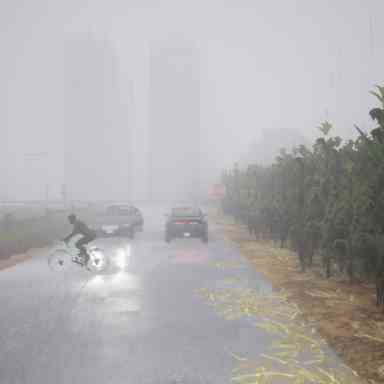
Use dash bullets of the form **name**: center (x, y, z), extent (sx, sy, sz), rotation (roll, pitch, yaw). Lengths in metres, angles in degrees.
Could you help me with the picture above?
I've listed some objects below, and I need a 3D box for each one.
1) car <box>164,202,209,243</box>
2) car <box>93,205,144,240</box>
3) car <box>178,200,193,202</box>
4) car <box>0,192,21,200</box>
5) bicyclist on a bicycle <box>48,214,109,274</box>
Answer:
- **car**: center (-0.264, 1.437, 15.823), extent (1.837, 1.490, 4.892), rotation (0, 0, -1)
- **car**: center (-3.543, 1.415, 16.615), extent (2.128, 1.511, 4.902), rotation (0, 1, -1)
- **car**: center (-0.492, 1.368, 25.759), extent (1.812, 1.442, 4.674), rotation (0, 1, -1)
- **car**: center (-38.632, 0.901, 68.309), extent (4.611, 1.667, 2.242), rotation (0, 1, -2)
- **bicyclist on a bicycle**: center (-3.076, 1.427, 9.030), extent (1.656, 1.620, 0.582), rotation (-1, 0, -1)
